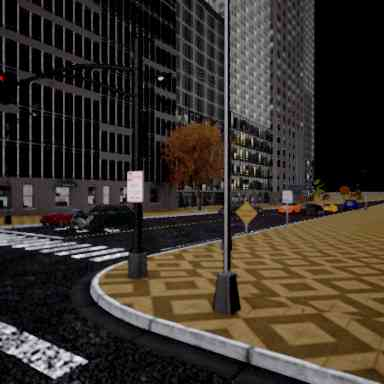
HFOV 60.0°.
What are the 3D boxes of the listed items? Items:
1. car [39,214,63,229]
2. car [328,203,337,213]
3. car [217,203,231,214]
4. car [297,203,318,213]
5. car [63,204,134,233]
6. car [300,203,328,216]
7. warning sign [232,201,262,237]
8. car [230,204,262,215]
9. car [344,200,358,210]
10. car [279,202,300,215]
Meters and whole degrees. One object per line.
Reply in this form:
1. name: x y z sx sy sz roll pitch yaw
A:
1. car: -8.493 1.882 24.146 1.895 1.301 4.718 0 -1 33
2. car: 21.846 2.501 53.008 1.882 1.535 5.008 0 -1 33
3. car: 5.466 2.288 45.748 2.033 1.411 5.357 0 -1 33
4. car: 19.114 2.565 54.768 2.033 1.411 5.357 0 -1 33
5. car: -5.850 1.636 22.245 2.097 1.767 4.553 0 -1 33
6. car: 16.246 2.345 44.244 1.837 1.490 4.892 0 -1 33
7. warning sign: 3.064 1.449 18.599 1.300 1.860 1.060 1 1 33
8. car: 7.327 2.266 42.649 2.033 1.411 5.357 0 -1 33
9. car: 31.448 2.528 65.794 2.150 2.045 5.566 0 -1 33
10. car: 13.709 2.193 46.299 2.097 1.767 4.553 0 -1 33
